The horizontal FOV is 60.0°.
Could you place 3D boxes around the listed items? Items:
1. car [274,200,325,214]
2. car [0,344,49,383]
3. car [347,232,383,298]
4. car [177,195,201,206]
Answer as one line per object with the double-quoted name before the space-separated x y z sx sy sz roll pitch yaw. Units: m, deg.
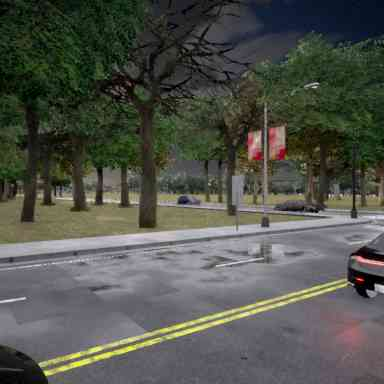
"car" 11.331 1.530 35.404 2.033 1.411 5.357 0 0 -35
"car" -3.162 1.478 1.186 5.008 1.535 1.882 0 0 -35
"car" 5.336 1.492 7.242 4.902 1.511 2.128 0 0 -35
"car" -0.482 1.314 52.054 2.097 1.767 4.553 0 0 -35
